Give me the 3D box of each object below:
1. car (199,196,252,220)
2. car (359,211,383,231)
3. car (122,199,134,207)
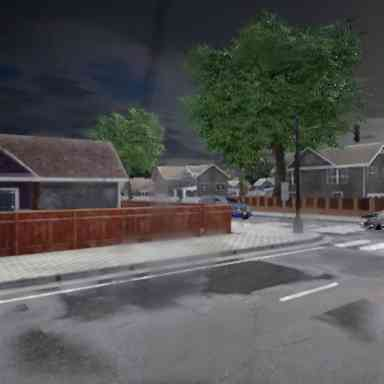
[{"bbox_3d":[2.625,1.341,28.437,2.150,2.045,5.566,-1,0,-33],"label":"car"},{"bbox_3d":[12.486,1.522,19.484,4.902,1.511,2.128,-2,0,3],"label":"car"},{"bbox_3d":[-9.186,1.766,47.845,2.128,1.511,4.902,-1,0,-29],"label":"car"}]
